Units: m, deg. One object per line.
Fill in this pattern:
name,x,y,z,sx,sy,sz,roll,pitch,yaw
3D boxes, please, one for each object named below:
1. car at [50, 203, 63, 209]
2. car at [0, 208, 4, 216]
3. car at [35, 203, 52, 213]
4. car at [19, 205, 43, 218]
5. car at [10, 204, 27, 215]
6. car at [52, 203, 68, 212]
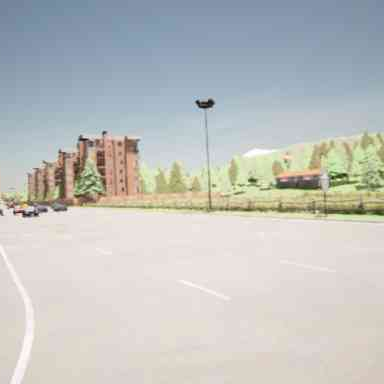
car,-34.370,3.606,84.348,2.033,1.411,5.357,-3,0,-33
car,-33.265,3.413,56.913,1.812,1.442,4.674,-3,0,-33
car,-27.905,3.190,61.504,2.033,1.411,5.357,-3,0,-33
car,-23.326,2.961,48.069,1.895,1.301,4.718,-3,0,-33
car,-30.730,3.374,59.436,1.895,1.301,4.718,-3,0,-33
car,-25.095,3.073,63.603,1.994,1.385,4.181,-3,0,-33
